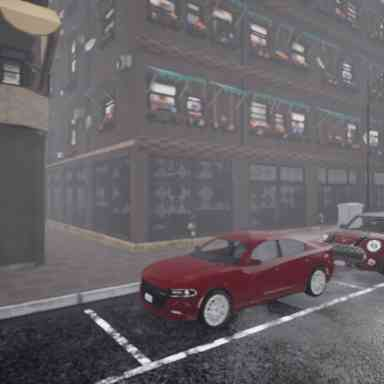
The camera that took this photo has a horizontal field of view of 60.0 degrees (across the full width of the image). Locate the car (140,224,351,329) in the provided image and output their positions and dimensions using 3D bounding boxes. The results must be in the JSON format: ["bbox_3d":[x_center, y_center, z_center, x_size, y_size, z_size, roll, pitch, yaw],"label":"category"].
[{"bbox_3d":[1.105,1.510,6.879,4.507,1.381,1.887,-1,1,-35],"label":"car"}]

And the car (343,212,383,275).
[{"bbox_3d":[5.612,1.367,10.091,4.097,1.590,1.967,-1,1,-35],"label":"car"}]
